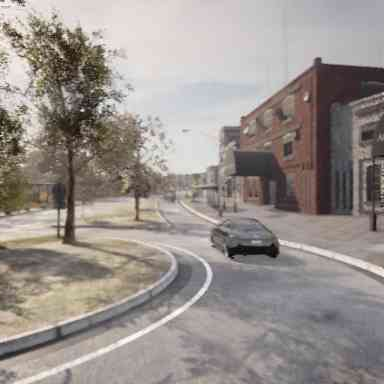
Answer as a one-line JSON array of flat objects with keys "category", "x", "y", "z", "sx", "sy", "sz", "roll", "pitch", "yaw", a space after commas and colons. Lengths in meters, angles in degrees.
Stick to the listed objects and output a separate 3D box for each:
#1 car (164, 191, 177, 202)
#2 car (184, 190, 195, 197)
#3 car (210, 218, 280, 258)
[{"category": "car", "x": -3.944, "y": 0.991, "z": 58.737, "sx": 1.837, "sy": 1.490, "sz": 4.892, "roll": 1, "pitch": 1, "yaw": -2}, {"category": "car", "x": -0.954, "y": 0.704, "z": 87.983, "sx": 2.097, "sy": 1.535, "sz": 5.008, "roll": 0, "pitch": 0, "yaw": 3}, {"category": "car", "x": 1.991, "y": 1.755, "z": 13.688, "sx": 1.994, "sy": 1.385, "sz": 4.181, "roll": 1, "pitch": -1, "yaw": -8}]
